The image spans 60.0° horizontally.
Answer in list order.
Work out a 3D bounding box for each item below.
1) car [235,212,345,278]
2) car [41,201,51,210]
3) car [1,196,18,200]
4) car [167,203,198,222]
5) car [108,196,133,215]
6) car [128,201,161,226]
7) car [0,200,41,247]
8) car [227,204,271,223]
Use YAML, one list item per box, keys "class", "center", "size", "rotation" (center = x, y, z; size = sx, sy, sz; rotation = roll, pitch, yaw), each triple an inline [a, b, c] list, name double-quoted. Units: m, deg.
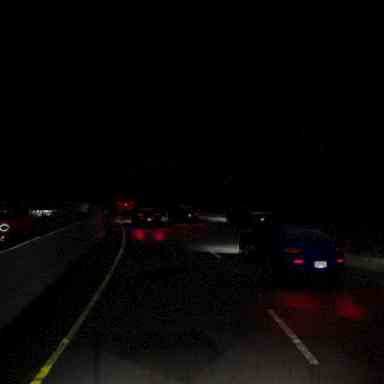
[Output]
- class: "car"
  center: [2.820, 1.559, 10.168]
  size: [1.812, 1.442, 4.674]
  rotation: [0, 0, -6]
- class: "car"
  center: [-22.047, 1.953, 48.870]
  size: [1.994, 1.385, 4.181]
  rotation: [0, 0, -33]
- class: "car"
  center: [-29.292, 1.695, 53.262]
  size: [2.150, 2.045, 5.566]
  rotation: [0, 0, -37]
- class: "car"
  center: [-0.830, 1.660, 28.121]
  size: [1.812, 1.442, 4.674]
  rotation: [0, 0, -17]
- class: "car"
  center: [-8.113, 1.451, 37.970]
  size: [2.150, 2.045, 5.566]
  rotation: [0, 0, -23]
- class: "car"
  center: [-3.402, 1.655, 24.353]
  size: [1.812, 1.442, 4.674]
  rotation: [0, 0, -14]
- class: "car"
  center: [-8.734, 1.456, 15.201]
  size: [2.097, 1.767, 4.553]
  rotation: [0, 0, -11]
- class: "car"
  center: [3.971, 1.580, 23.678]
  size: [2.128, 1.511, 4.902]
  rotation: [0, 0, -14]
